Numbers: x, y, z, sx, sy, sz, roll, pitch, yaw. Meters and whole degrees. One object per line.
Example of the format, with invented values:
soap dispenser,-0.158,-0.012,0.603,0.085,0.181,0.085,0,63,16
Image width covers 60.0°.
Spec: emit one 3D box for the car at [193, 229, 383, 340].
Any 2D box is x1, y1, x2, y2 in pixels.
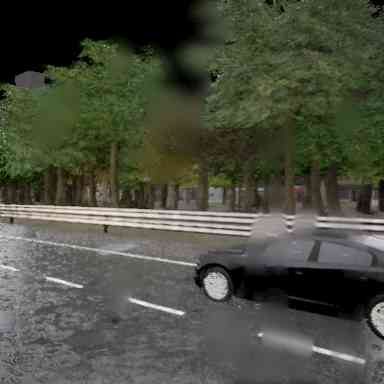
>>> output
car,2.328,1.479,6.509,5.008,1.535,1.882,0,0,35
